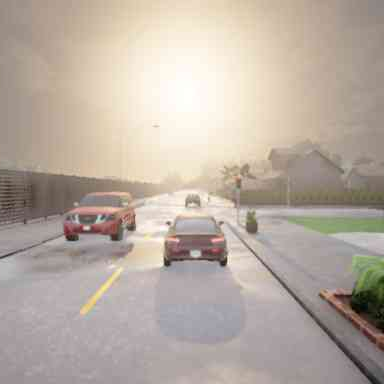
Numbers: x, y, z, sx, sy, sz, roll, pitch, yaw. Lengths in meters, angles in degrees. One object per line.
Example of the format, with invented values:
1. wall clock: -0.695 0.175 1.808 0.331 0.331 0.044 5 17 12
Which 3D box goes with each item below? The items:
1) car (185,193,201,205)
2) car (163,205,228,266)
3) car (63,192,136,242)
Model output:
1. car: 0.102 0.942 41.971 1.837 1.490 4.892 0 1 0
2. car: 0.094 1.379 10.801 1.812 1.442 4.674 0 1 0
3. car: -4.025 1.015 15.551 2.150 2.045 5.566 0 0 0
